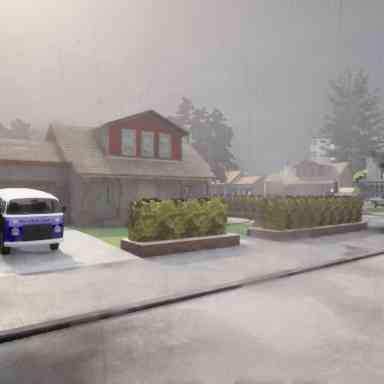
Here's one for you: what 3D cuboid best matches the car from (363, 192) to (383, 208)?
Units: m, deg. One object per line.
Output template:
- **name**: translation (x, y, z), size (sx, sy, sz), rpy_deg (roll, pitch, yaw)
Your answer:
- **car**: translation (23.066, 0.985, 40.726), size (3.866, 1.878, 1.905), rpy_deg (0, 0, -1)
